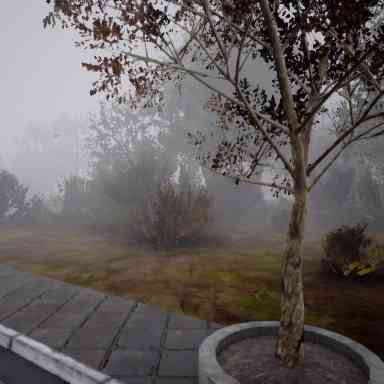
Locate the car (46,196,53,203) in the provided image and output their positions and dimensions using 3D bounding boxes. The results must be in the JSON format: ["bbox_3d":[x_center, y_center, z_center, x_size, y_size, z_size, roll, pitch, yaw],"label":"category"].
[{"bbox_3d":[-18.041,1.269,42.232,2.033,1.411,5.357,1,0,32],"label":"car"}]
